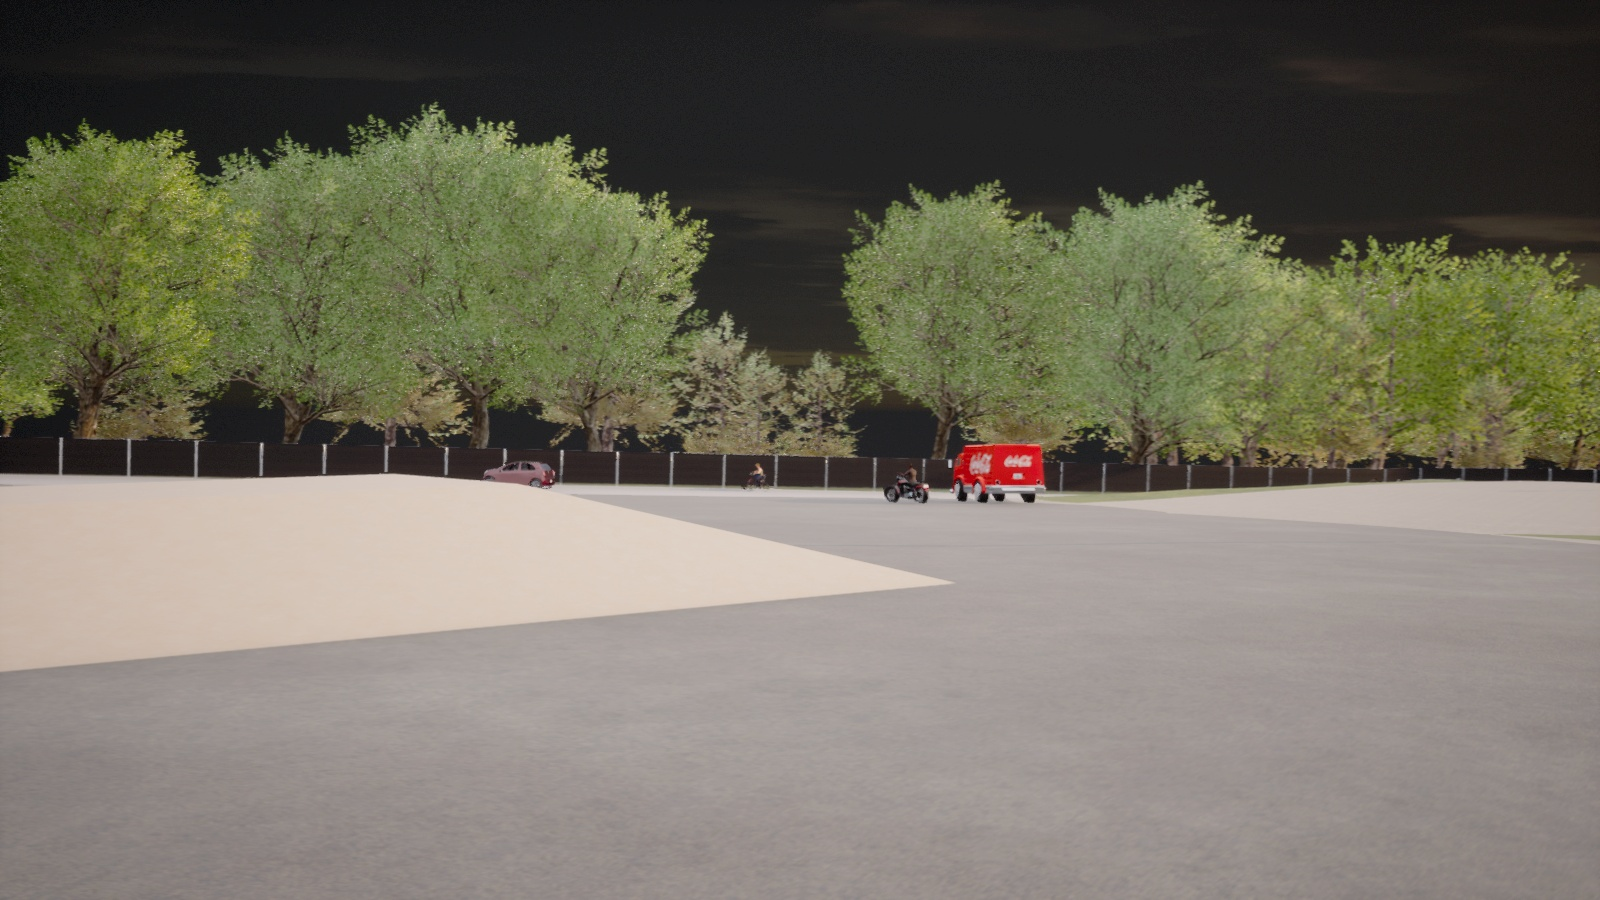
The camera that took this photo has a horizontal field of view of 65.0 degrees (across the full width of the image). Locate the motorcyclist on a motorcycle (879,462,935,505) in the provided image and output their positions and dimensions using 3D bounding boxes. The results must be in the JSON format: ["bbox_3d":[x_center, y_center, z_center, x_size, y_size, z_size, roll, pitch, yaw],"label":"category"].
[{"bbox_3d":[4.251,1.310,49.980,0.766,1.649,2.350,0,-1,-40],"label":"motorcyclist on a motorcycle"}]

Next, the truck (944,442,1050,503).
[{"bbox_3d":[8.347,0.972,53.904,2.627,2.467,5.204,0,-1,-15],"label":"truck"}]

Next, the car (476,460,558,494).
[{"bbox_3d":[-14.521,1.377,64.556,3.633,1.501,1.845,2,1,10],"label":"car"}]
